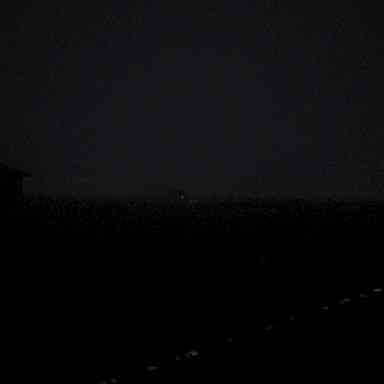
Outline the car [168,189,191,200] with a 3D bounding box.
[{"bbox_3d":[-2.376,0.468,61.654,2.150,2.045,5.566,1,1,-34],"label":"car"}]
